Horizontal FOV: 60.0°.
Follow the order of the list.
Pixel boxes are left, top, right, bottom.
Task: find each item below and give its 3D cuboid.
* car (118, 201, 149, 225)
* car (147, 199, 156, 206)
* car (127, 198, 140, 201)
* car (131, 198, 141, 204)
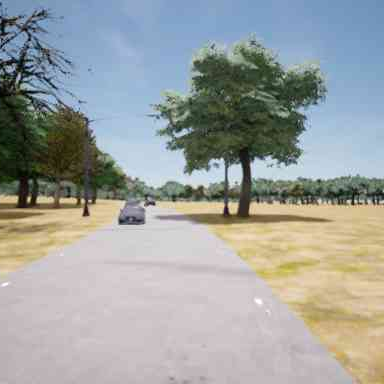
[{"bbox_3d":[-4.590,1.719,25.830,1.994,1.385,4.181,-1,1,-6],"label":"car"},{"bbox_3d":[-8.607,2.176,69.185,1.812,1.442,4.674,1,-1,-16],"label":"car"},{"bbox_3d":[-11.915,2.052,65.872,1.882,1.535,5.008,1,-1,-15],"label":"car"},{"bbox_3d":[-14.594,2.293,86.788,2.128,1.511,4.902,1,-1,-15],"label":"car"}]
